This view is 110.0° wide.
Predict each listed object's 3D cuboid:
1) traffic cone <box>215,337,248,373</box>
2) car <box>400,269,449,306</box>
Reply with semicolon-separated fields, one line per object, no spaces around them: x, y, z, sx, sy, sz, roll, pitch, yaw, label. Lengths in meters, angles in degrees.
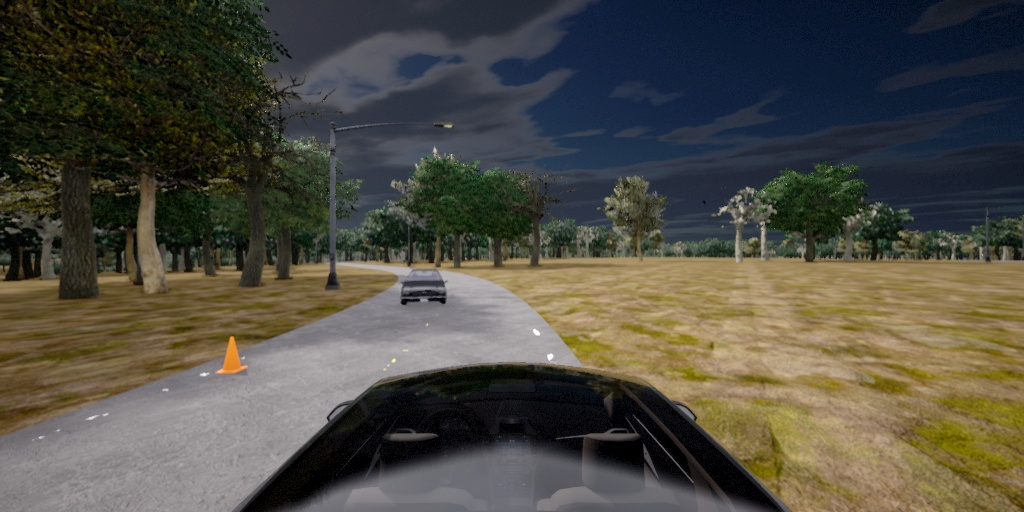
-4.905;1.711;6.281;0.340;0.580;0.340;0;0;-2;traffic cone
-3.973;1.313;16.326;2.033;1.411;5.357;0;0;-13;car
